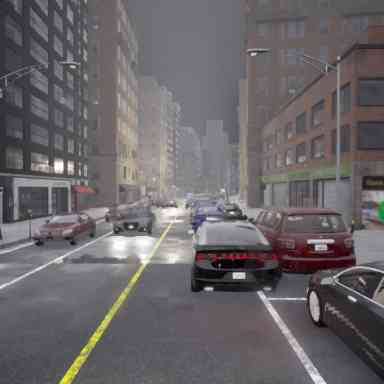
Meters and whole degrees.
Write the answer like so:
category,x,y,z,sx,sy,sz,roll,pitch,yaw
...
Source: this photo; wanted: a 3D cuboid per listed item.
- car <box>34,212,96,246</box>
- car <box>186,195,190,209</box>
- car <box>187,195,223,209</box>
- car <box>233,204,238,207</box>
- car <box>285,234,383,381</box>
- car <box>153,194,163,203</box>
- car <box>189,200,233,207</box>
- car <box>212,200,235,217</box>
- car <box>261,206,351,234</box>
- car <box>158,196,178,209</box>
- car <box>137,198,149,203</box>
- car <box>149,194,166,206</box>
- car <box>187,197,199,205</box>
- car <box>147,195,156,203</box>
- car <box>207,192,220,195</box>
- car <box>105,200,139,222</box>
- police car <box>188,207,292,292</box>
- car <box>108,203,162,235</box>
category,x,y,z,sx,sy,sz,roll,pitch,yaw
car,-5.637,1.579,15.280,1.802,1.307,4.206,-1,0,0
car,0.136,1.540,44.864,1.994,1.385,4.181,0,0,0
car,0.900,1.344,24.917,2.097,1.767,4.553,0,0,0
car,2.914,1.558,26.287,1.947,1.339,4.313,-1,0,0
car,2.861,1.550,4.262,2.008,1.369,4.403,-1,0,0
car,-5.560,1.288,48.326,2.192,1.841,5.009,-1,0,0
car,0.946,1.473,18.947,1.882,1.535,5.008,0,0,0
car,2.928,1.513,31.963,1.752,1.417,4.829,-1,0,0
car,2.872,1.313,9.768,2.192,1.841,5.009,-1,0,0
car,-2.894,1.541,43.870,1.994,1.385,4.181,0,0,0
car,-5.597,1.570,31.803,1.802,1.307,4.206,-1,0,0
car,-5.546,1.281,53.834,2.192,1.841,5.009,-1,0,0
car,0.140,1.563,57.022,1.895,1.301,4.718,0,0,0
car,-5.585,1.424,37.310,1.967,1.590,4.097,-1,0,0
car,5.974,1.452,92.640,1.947,1.339,4.313,0,0,9
car,-5.611,1.574,26.295,1.802,1.307,4.206,-1,0,0
police car,0.922,1.423,9.056,1.930,1.638,5.238,0,0,0
car,-3.057,1.559,18.669,1.994,1.385,4.181,0,0,0
